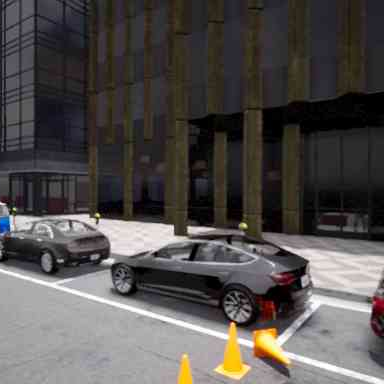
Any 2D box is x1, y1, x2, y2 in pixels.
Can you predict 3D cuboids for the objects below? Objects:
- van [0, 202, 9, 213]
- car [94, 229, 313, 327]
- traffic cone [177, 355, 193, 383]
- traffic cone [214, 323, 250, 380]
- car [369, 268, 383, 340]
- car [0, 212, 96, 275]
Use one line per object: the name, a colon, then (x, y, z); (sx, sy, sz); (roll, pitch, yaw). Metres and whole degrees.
van: (-8.940, 1.237, 13.362); (3.998, 1.788, 1.690); (0, 0, 35)
car: (0.223, 1.529, 6.859); (4.313, 1.339, 1.947); (0, 0, 35)
traffic cone: (-0.072, 1.937, 3.344); (0.340, 0.580, 0.340); (0, 0, 35)
traffic cone: (0.507, 1.934, 4.160); (0.340, 0.580, 0.340); (0, 0, 35)
car: (4.806, 1.313, 3.604); (5.009, 1.841, 2.192); (0, 0, 35)
car: (-4.358, 1.480, 10.111); (4.403, 1.369, 2.008); (0, 0, 35)
